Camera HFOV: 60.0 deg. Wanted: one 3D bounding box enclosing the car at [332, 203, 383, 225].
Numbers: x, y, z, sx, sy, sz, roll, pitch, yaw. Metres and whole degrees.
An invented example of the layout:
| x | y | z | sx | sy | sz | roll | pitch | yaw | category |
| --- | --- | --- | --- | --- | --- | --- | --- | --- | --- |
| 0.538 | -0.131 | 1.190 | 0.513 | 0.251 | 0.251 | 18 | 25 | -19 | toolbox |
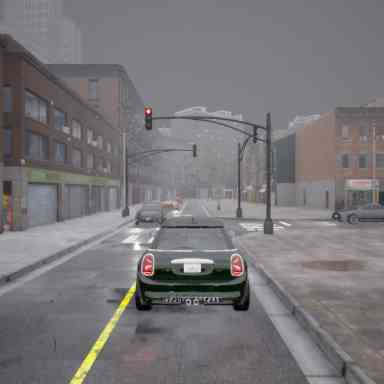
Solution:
| x | y | z | sx | sy | sz | roll | pitch | yaw | category |
| --- | --- | --- | --- | --- | --- | --- | --- | --- | --- |
| 12.059 | 1.489 | 23.257 | 4.181 | 1.385 | 1.994 | 0 | 0 | 0 | car |

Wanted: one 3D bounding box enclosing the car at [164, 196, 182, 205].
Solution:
| x | y | z | sx | sy | sz | roll | pitch | yaw | category |
| --- | --- | --- | --- | --- | --- | --- | --- | --- | --- |
| -2.770 | 1.364 | 41.611 | 2.097 | 1.767 | 4.553 | 0 | 0 | 0 | car |

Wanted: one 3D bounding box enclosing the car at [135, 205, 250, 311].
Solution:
| x | y | z | sx | sy | sz | roll | pitch | yaw | category |
| --- | --- | --- | --- | --- | --- | --- | --- | --- | --- |
| 0.023 | 1.352 | 7.933 | 2.097 | 1.767 | 4.553 | 0 | 0 | 0 | car |

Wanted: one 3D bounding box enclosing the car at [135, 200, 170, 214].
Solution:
| x | y | z | sx | sy | sz | roll | pitch | yaw | category |
| --- | --- | --- | --- | --- | --- | --- | --- | --- | --- |
| -2.804 | 1.509 | 23.438 | 1.837 | 1.490 | 4.892 | 0 | -1 | 0 | car |
